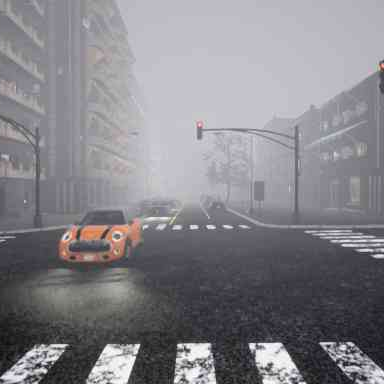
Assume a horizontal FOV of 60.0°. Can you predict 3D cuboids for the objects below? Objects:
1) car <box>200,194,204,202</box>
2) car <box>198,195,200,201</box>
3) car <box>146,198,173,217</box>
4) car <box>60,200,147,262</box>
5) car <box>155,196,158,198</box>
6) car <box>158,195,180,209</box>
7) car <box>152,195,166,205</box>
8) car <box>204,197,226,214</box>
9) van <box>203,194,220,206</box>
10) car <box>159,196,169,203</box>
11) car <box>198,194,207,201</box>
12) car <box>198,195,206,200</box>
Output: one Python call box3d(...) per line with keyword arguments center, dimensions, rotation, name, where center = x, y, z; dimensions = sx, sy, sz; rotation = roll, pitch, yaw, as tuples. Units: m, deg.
box3d(center=(2.671, 1.420, 52.318), dimensions=(1.967, 1.590, 4.097), rotation=(0, 0, 0), name="car")
box3d(center=(2.663, 1.280, 74.451), dimensions=(2.192, 1.841, 5.009), rotation=(0, 0, 0), name="car")
box3d(center=(-3.112, 1.556, 31.544), dimensions=(1.994, 1.385, 4.181), rotation=(0, 0, 0), name="car")
box3d(center=(-3.127, 1.377, 12.295), dimensions=(2.097, 1.767, 4.553), rotation=(-1, 1, 0), name="car")
box3d(center=(-5.705, 1.531, 41.255), dimensions=(1.887, 1.381, 4.507), rotation=(0, 0, 0), name="car")
box3d(center=(-3.108, 1.546, 45.041), dimensions=(1.994, 1.385, 4.181), rotation=(0, 0, 0), name="car")
box3d(center=(-5.712, 1.417, 57.856), dimensions=(1.967, 1.590, 4.097), rotation=(0, 0, 0), name="car")
box3d(center=(2.677, 1.555, 35.717), dimensions=(1.947, 1.339, 4.313), rotation=(0, 0, 0), name="car")
box3d(center=(2.673, 1.327, 41.250), dimensions=(1.690, 1.788, 3.998), rotation=(0, 0, 0), name="van")
box3d(center=(-5.713, 1.551, 68.923), dimensions=(1.802, 1.307, 4.206), rotation=(0, 0, 0), name="car")
box3d(center=(2.661, 1.396, 85.518), dimensions=(1.967, 1.590, 4.097), rotation=(0, 0, 0), name="car")
box3d(center=(2.661, 1.495, 91.052), dimensions=(1.887, 1.381, 4.507), rotation=(0, 0, 0), name="car")
